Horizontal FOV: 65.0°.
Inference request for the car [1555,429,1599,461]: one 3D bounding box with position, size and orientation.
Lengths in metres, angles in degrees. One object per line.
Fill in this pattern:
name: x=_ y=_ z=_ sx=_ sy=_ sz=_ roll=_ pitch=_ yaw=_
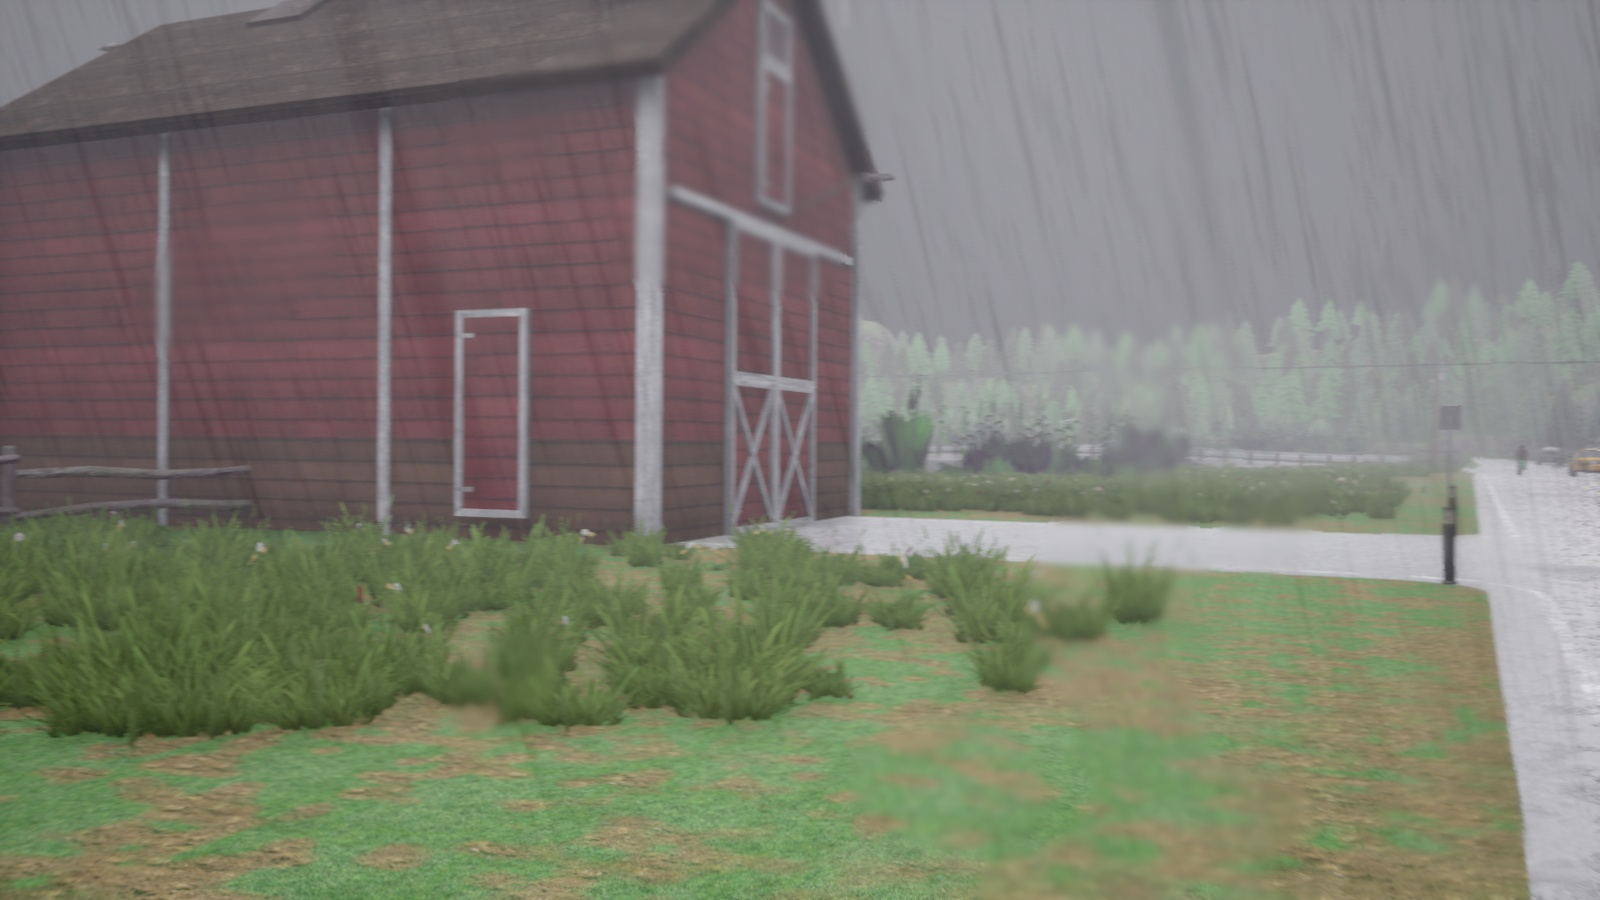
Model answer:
car: x=40.373 y=-0.294 z=65.176 sx=1.801 sy=1.575 sz=5.366 roll=-1 pitch=0 yaw=28
